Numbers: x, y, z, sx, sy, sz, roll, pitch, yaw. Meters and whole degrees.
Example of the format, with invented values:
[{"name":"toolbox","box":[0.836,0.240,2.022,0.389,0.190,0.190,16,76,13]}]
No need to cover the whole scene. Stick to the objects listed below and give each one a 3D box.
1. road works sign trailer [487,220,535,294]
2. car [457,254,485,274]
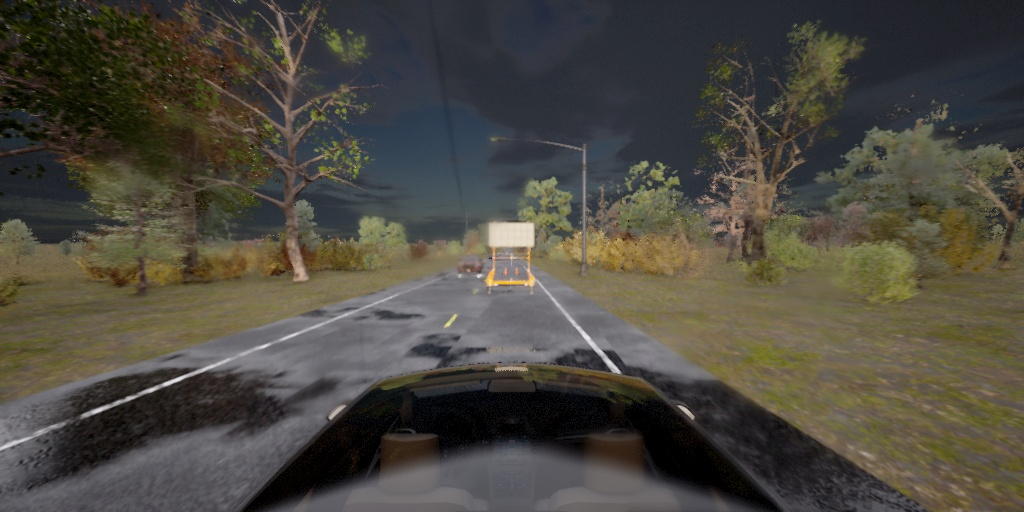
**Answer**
[{"name":"road works sign trailer","box":[-0.024,-0.020,18.388,2.380,3.560,2.880,0,0,1]},{"name":"car","box":[-3.674,0.666,32.747,2.097,1.767,4.553,0,1,0]}]
